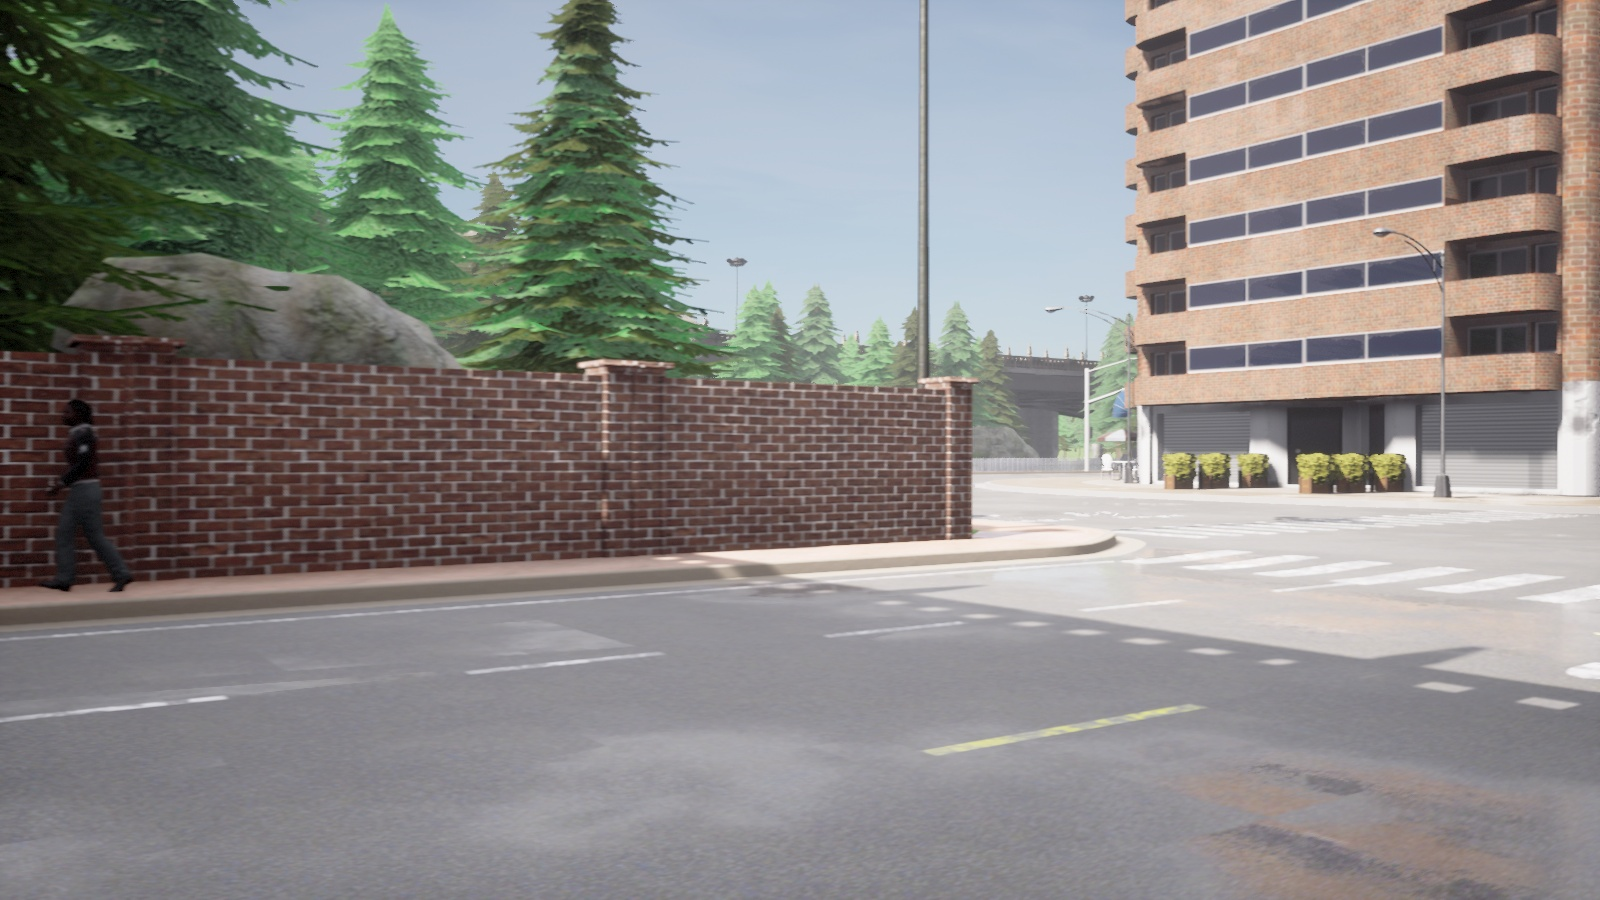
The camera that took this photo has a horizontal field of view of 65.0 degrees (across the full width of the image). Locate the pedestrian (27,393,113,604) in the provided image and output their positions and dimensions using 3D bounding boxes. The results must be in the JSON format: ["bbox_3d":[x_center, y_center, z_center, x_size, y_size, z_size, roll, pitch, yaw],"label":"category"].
[{"bbox_3d":[-6.885,0.447,11.841,0.666,1.930,0.402,0,0,-35],"label":"pedestrian"}]
